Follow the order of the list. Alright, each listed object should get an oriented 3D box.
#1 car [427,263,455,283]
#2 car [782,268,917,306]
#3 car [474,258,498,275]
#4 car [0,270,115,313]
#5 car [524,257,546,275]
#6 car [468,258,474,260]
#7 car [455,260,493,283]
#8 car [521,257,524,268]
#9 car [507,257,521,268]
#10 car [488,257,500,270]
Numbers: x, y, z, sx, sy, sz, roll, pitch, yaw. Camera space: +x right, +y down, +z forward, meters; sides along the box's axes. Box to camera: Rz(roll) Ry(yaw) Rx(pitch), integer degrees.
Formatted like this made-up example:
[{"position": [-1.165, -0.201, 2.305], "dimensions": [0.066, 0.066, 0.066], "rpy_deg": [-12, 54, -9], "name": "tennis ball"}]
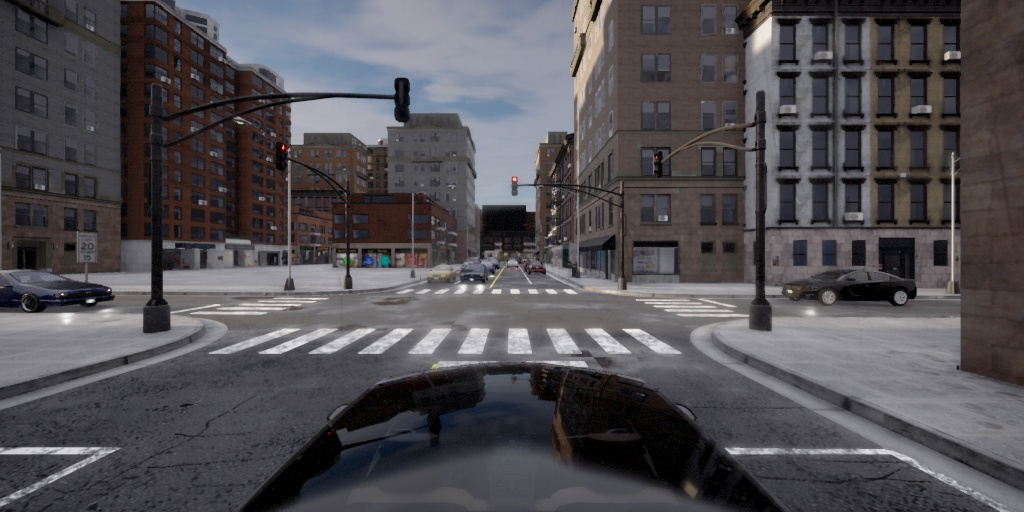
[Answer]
[{"position": [-5.384, 1.276, 27.912], "dimensions": [1.751, 1.417, 4.829], "rpy_deg": [0, 0, 0], "name": "car"}, {"position": [14.774, 1.310, 15.873], "dimensions": [5.008, 1.535, 1.882], "rpy_deg": [0, 0, -1], "name": "car"}, {"position": [-2.845, 1.277, 39.627], "dimensions": [1.812, 1.442, 4.674], "rpy_deg": [0, 0, 0], "name": "car"}, {"position": [-17.802, 1.216, 12.888], "dimensions": [5.357, 1.411, 2.033], "rpy_deg": [0, 0, 0], "name": "car"}, {"position": [2.643, 1.191, 39.404], "dimensions": [1.967, 1.591, 4.097], "rpy_deg": [0, 0, 0], "name": "car"}, {"position": [-5.382, 1.302, 45.068], "dimensions": [2.007, 1.370, 4.403], "rpy_deg": [0, 0, 0], "name": "car"}, {"position": [-2.845, 1.298, 28.165], "dimensions": [2.033, 1.411, 5.357], "rpy_deg": [0, 0, 0], "name": "car"}, {"position": [2.644, 1.066, 45.066], "dimensions": [2.192, 1.841, 5.009], "rpy_deg": [0, 0, 0], "name": "car"}, {"position": [0.112, 1.279, 61.904], "dimensions": [1.812, 1.442, 4.674], "rpy_deg": [0, 0, 0], "name": "car"}, {"position": [-2.817, 1.231, 53.362], "dimensions": [1.882, 1.535, 5.008], "rpy_deg": [0, 1, 0], "name": "car"}]
